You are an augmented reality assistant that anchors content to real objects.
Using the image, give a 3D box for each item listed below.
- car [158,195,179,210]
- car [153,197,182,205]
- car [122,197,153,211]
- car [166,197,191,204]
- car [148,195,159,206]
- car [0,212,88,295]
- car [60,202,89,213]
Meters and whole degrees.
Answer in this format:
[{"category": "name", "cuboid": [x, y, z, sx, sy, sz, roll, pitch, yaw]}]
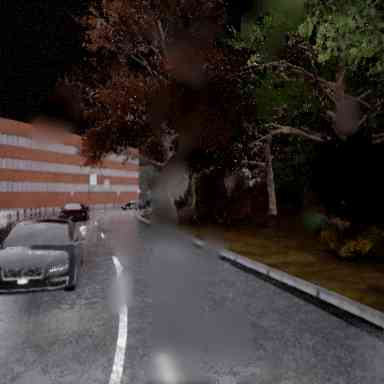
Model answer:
[{"category": "car", "cuboid": [-2.507, 1.566, 47.092, 2.097, 1.767, 4.553, 0, 0, 20]}, {"category": "car", "cuboid": [-4.676, 1.738, 63.859, 5.008, 1.535, 2.097, 0, 0, 20]}, {"category": "car", "cuboid": [-7.341, 1.750, 43.458, 1.994, 1.385, 4.181, 0, 0, 20]}, {"category": "car", "cuboid": [-2.754, 1.790, 69.173, 4.674, 1.452, 2.002, 0, 0, 20]}, {"category": "car", "cuboid": [-6.616, 1.470, 58.551, 5.566, 2.045, 2.435, 0, 0, 20]}, {"category": "car", "cuboid": [-3.907, 1.505, 8.793, 1.837, 1.490, 4.892, 0, 0, -15]}, {"category": "car", "cuboid": [-9.191, 1.559, 26.112, 1.882, 1.535, 5.008, 0, 0, -15]}]
